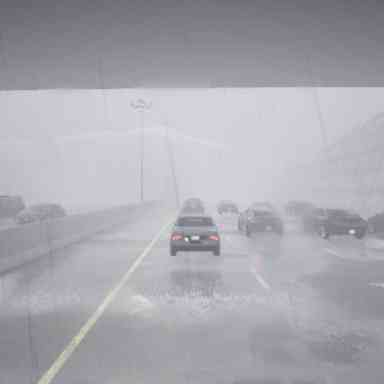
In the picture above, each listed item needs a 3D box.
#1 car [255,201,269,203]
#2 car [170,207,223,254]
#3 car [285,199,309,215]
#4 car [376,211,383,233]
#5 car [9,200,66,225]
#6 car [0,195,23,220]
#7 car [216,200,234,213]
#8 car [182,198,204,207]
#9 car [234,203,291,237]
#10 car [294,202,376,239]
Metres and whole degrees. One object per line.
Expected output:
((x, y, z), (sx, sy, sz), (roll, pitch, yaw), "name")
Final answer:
((7.136, 1.578, 34.020), (1.994, 1.385, 4.181), (0, 0, 0), "car")
((0.111, 1.553, 13.393), (2.033, 1.411, 5.357), (0, 0, 0), "car")
((10.634, 1.518, 33.335), (1.837, 1.490, 4.892), (0, 0, 0), "car")
((10.615, 1.512, 16.606), (1.837, 1.490, 4.892), (0, 0, 0), "car")
((-10.574, 1.515, 23.683), (1.837, 1.490, 4.892), (0, 0, 0), "car")
((-14.074, 1.231, 23.856), (2.150, 2.045, 5.566), (0, 0, 0), "car")
((3.623, 1.540, 34.412), (1.812, 1.442, 4.674), (0, 0, 0), "car")
((0.133, 1.365, 32.872), (2.097, 1.767, 4.553), (0, 0, 0), "car")
((3.617, 1.533, 17.980), (1.812, 1.442, 4.674), (0, 0, 0), "car")
((7.115, 1.512, 17.193), (1.837, 1.490, 4.892), (0, 0, 0), "car")
